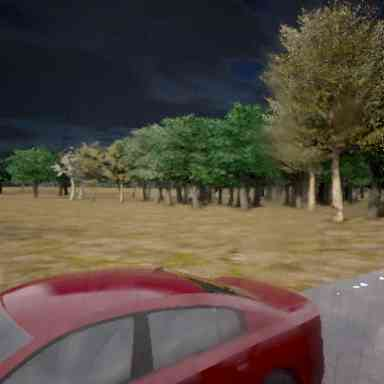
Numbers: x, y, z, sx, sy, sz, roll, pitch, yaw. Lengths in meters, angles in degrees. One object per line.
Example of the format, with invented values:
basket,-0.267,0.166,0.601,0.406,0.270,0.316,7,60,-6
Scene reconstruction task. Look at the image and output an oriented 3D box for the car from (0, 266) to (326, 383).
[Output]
car,-0.993,1.477,2.669,5.008,1.535,1.882,0,0,-35
